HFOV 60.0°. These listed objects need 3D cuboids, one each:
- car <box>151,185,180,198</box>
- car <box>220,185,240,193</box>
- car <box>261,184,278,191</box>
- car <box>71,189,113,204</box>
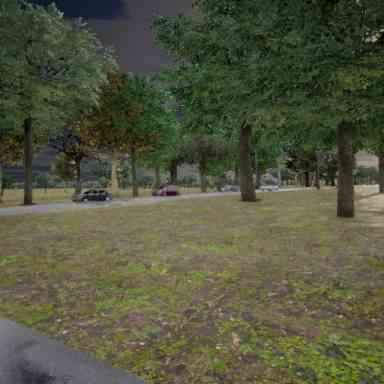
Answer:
[{"bbox_3d":[-3.718,-0.129,47.156,2.097,1.767,4.553,-1,1,38],"label":"car"},{"bbox_3d":[6.989,-0.586,60.916,2.128,1.511,4.902,-1,2,38],"label":"car"},{"bbox_3d":[15.450,-0.862,66.022,1.895,1.301,4.718,-1,2,37],"label":"car"},{"bbox_3d":[-11.179,0.497,37.467,1.837,1.490,4.892,-1,1,38],"label":"car"}]
